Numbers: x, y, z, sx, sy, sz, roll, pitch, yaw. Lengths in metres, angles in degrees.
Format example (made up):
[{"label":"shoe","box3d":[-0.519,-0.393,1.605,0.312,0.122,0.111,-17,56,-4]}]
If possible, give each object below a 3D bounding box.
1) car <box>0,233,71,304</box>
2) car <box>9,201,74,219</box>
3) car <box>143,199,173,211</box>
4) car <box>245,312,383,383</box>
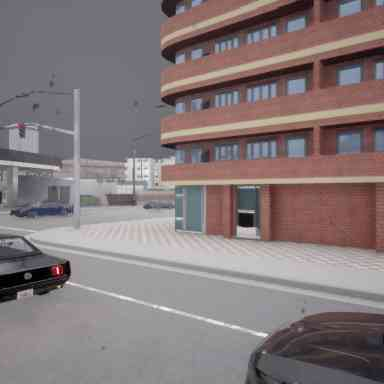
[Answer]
[{"label":"car","box3d":[-4.883,1.599,7.460,4.718,1.301,1.895,0,0,36]},{"label":"car","box3d":[-13.080,1.549,29.446,2.033,1.411,5.357,0,0,35]},{"label":"car","box3d":[-4.298,1.598,42.187,1.994,1.385,4.181,0,0,35]},{"label":"car","box3d":[2.699,1.514,2.070,4.892,1.490,1.837,0,0,35]}]
